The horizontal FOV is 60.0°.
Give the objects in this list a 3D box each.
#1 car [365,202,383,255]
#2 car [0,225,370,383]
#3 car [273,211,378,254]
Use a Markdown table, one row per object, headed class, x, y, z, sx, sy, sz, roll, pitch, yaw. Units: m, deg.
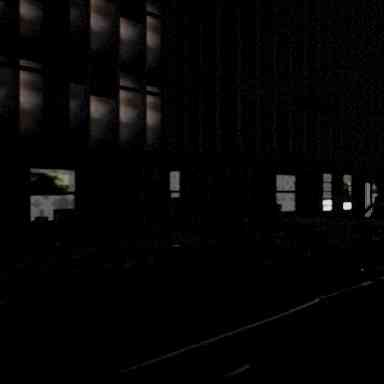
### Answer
| class | x | y | z | sx | sy | sz | roll | pitch | yaw |
| --- | --- | --- | --- | --- | --- | --- | --- | --- | --- |
| car | 7.316 | 1.297 | 11.950 | 5.009 | 1.841 | 2.192 | 0 | 0 | -35 |
| car | -0.696 | 1.351 | 2.882 | 4.553 | 1.767 | 2.097 | 0 | 0 | -36 |
| car | 2.790 | 1.432 | 8.724 | 4.097 | 1.590 | 1.967 | 0 | 0 | -35 |
